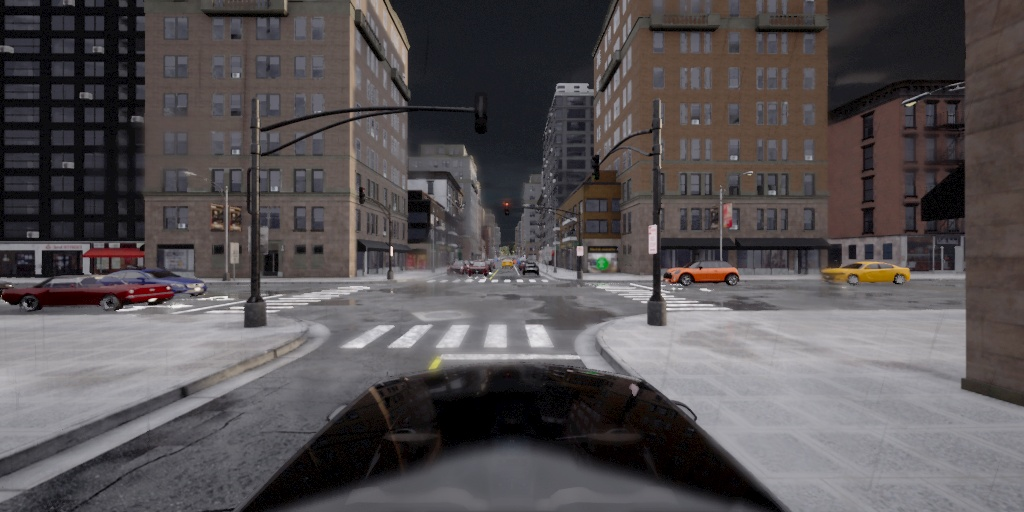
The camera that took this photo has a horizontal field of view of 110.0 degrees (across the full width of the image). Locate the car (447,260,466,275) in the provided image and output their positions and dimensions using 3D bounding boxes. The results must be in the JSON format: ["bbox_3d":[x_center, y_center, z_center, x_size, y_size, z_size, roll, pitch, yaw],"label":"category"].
[{"bbox_3d":[-6.005,1.253,39.616,1.967,1.591,4.097,0,0,0],"label":"car"}]

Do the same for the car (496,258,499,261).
[{"bbox_3d":[-3.583,1.458,57.544,1.895,1.301,4.718,0,0,0],"label":"car"}]

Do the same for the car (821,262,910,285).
[{"bbox_3d":[23.974,1.146,24.420,5.008,1.535,1.882,0,0,-1],"label":"car"}]

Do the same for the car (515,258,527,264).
[{"bbox_3d":[1.901,1.419,56.206,1.948,1.339,4.313,0,0,0],"label":"car"}]

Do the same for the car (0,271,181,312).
[{"bbox_3d":[-16.233,1.408,13.970,4.718,1.301,1.895,0,0,-1],"label":"car"}]

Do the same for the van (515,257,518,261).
[{"bbox_3d":[1.862,1.210,61.716,1.690,1.789,3.998,0,0,0],"label":"van"}]

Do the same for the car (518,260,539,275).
[{"bbox_3d":[2.020,1.379,39.673,1.948,1.339,4.313,0,0,0],"label":"car"}]

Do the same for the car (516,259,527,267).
[{"bbox_3d":[1.941,1.421,50.695,1.802,1.307,4.207,0,0,0],"label":"car"}]

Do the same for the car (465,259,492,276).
[{"bbox_3d":[-3.455,1.287,37.810,1.882,1.535,5.008,0,0,0],"label":"car"}]

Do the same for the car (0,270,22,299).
[{"bbox_3d":[-27.464,1.406,17.083,5.357,1.411,2.033,0,0,-1],"label":"car"}]

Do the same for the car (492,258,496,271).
[{"bbox_3d":[-3.520,1.336,47.404,1.837,1.490,4.892,0,0,0],"label":"car"}]

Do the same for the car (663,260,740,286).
[{"bbox_3d":[12.698,1.068,24.278,4.553,1.767,2.097,0,0,-1],"label":"car"}]

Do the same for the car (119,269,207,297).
[{"bbox_3d":[-17.397,1.345,17.200,4.674,1.442,1.812,0,0,0],"label":"car"}]
